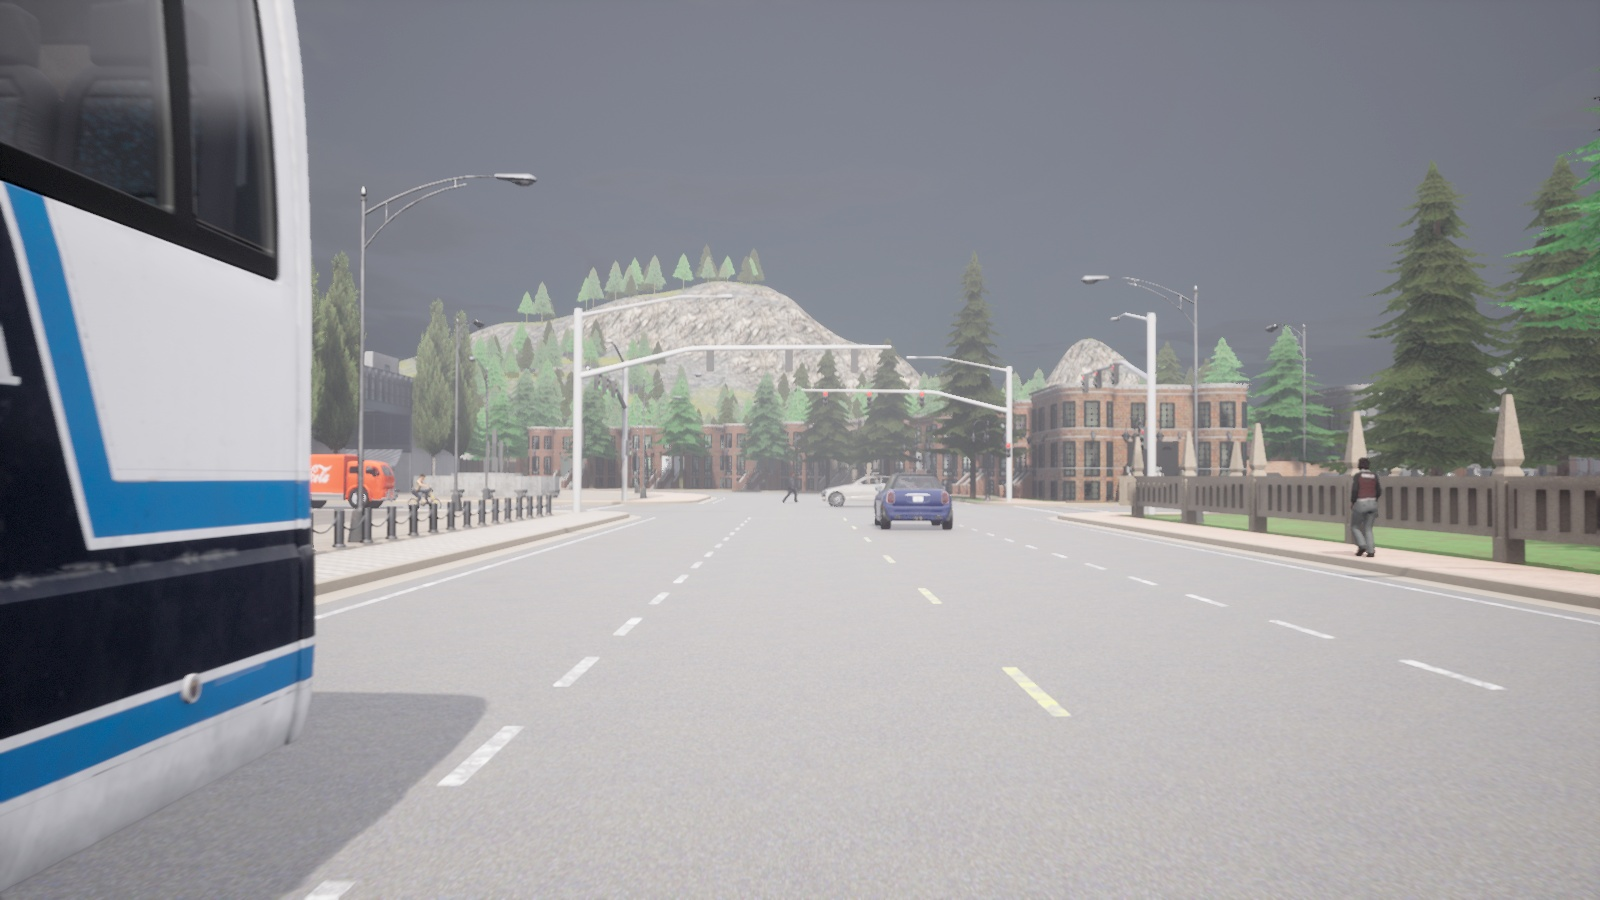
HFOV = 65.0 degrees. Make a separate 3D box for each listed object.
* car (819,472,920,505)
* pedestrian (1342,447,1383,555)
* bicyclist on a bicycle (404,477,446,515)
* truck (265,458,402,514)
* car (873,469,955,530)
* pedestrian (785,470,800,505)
[{"bbox_3d":[3.528,1.941,64.171,5.027,1.651,2.152,0,-1,0],"label":"car"},{"bbox_3d":[10.191,0.920,22.751,0.402,1.930,0.666,0,-1,-1],"label":"pedestrian"},{"bbox_3d":[-15.999,1.954,53.620,1.509,1.612,0.866,0,-1,0],"label":"bicyclist on a bicycle"},{"bbox_3d":[-21.138,1.622,57.108,5.204,2.467,2.627,0,-1,0],"label":"truck"},{"bbox_3d":[3.420,1.480,38.514,2.097,1.767,4.553,0,-1,0],"label":"car"},{"bbox_3d":[-0.412,2.106,70.727,0.788,1.949,0.423,0,-1,-12],"label":"pedestrian"}]
